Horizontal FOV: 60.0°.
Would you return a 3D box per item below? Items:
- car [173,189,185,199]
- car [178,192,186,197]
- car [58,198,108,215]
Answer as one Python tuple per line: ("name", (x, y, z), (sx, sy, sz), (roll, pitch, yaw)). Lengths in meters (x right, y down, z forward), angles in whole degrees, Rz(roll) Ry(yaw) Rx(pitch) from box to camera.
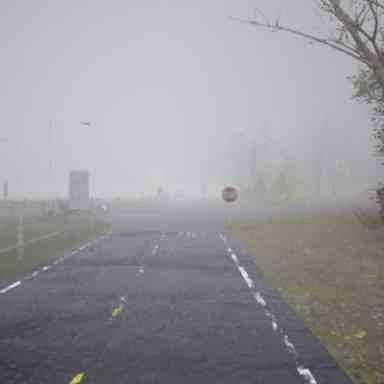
("car", (-2.731, 0.395, 71.342), (2.150, 2.045, 5.566), (0, 1, 0))
("car", (-2.675, 0.552, 86.934), (1.895, 1.301, 4.718), (0, 1, 0))
("car", (-9.813, 1.202, 30.025), (4.902, 1.511, 2.128), (0, 0, 24))
